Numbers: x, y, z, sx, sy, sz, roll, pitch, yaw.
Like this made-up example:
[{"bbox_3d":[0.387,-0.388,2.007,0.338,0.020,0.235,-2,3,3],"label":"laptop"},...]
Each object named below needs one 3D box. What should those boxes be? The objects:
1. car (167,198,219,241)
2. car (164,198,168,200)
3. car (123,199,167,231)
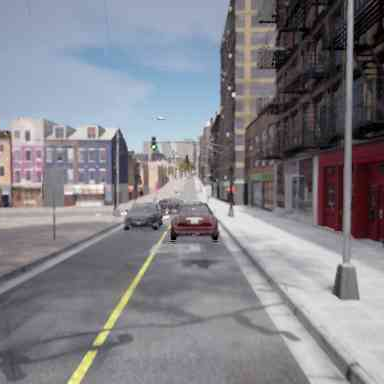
[{"bbox_3d":[0.103,1.253,16.138,2.097,1.767,4.553,0,0,0],"label":"car"},{"bbox_3d":[-2.200,1.336,31.490,1.837,1.490,4.892,2,0,-31],"label":"car"},{"bbox_3d":[-2.762,1.388,19.755,1.837,1.490,4.892,0,0,0],"label":"car"}]
